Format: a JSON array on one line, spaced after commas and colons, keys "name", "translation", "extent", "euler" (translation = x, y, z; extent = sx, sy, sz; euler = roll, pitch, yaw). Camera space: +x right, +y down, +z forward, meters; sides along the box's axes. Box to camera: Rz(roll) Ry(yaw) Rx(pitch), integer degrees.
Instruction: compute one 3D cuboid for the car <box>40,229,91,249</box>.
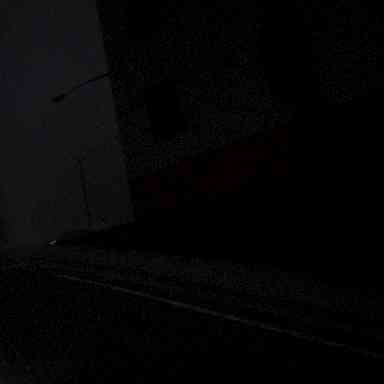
[{"name": "car", "translation": [-10.089, 3.990, 27.257], "extent": [2.097, 1.767, 4.553], "euler": [-16, -9, 35]}]
